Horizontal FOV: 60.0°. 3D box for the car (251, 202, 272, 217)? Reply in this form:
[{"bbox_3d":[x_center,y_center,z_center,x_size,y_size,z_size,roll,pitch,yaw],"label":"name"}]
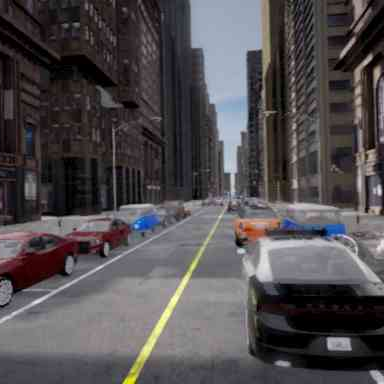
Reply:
[{"bbox_3d":[7.320,1.813,35.326,1.802,1.307,4.206,-1,-1,7],"label":"car"}]

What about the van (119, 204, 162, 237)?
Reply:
[{"bbox_3d":[-3.184,1.630,19.613,1.690,1.788,3.998,-1,-1,7],"label":"van"}]

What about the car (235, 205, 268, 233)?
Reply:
[{"bbox_3d":[3.811,1.665,21.926,1.837,1.490,4.892,-1,-1,7],"label":"car"}]

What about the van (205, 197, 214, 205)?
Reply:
[{"bbox_3d":[4.282,2.166,80.960,1.690,1.788,3.998,-1,-1,7],"label":"van"}]

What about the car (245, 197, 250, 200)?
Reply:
[{"bbox_3d":[8.696,1.853,46.650,1.752,1.417,4.829,-1,-1,7],"label":"car"}]

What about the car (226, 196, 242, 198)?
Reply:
[{"bbox_3d":[7.076,1.952,56.201,1.882,1.535,5.008,-1,-1,7],"label":"car"}]

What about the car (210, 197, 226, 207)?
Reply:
[{"bbox_3d":[5.145,2.147,65.155,1.812,1.442,4.674,-1,-1,7],"label":"car"}]

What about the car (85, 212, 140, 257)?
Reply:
[{"bbox_3d":[-3.858,1.787,14.033,1.887,1.381,4.507,-1,-1,7],"label":"car"}]

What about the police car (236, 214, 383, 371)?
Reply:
[{"bbox_3d":[1.890,1.453,6.154,1.930,1.638,5.238,-1,-1,7],"label":"police car"}]

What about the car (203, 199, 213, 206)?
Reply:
[{"bbox_3d":[3.608,2.341,75.381,1.947,1.339,4.313,-1,-1,7],"label":"car"}]

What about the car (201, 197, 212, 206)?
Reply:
[{"bbox_3d":[2.930,2.307,69.803,1.802,1.307,4.206,-1,-1,7],"label":"car"}]

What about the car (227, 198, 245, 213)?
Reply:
[{"bbox_3d":[5.522,1.885,43.222,1.812,1.442,4.674,-1,-1,7],"label":"car"}]

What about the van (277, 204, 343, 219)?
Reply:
[{"bbox_3d":[4.600,1.384,13.019,1.690,1.788,3.998,-1,-1,7],"label":"van"}]

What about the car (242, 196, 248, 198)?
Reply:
[{"bbox_3d":[10.713,2.021,63.214,1.887,1.381,4.507,-1,-1,7],"label":"car"}]

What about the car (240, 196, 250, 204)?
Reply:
[{"bbox_3d":[12.744,1.941,79.948,2.192,1.841,5.009,-1,-1,7],"label":"car"}]

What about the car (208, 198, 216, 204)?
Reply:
[{"bbox_3d":[5.645,2.492,92.112,1.947,1.339,4.313,-1,-1,7],"label":"car"}]

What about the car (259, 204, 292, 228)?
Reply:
[{"bbox_3d":[5.982,1.664,24.341,1.752,1.417,4.829,-1,-1,7],"label":"car"}]

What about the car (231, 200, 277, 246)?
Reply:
[{"bbox_3d":[3.079,1.460,15.942,2.097,1.767,4.553,-1,-1,7],"label":"car"}]

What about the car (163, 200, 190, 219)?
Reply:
[{"bbox_3d":[-1.827,1.698,30.767,2.192,1.841,5.009,-1,-1,7],"label":"car"}]

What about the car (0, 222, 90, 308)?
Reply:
[{"bbox_3d":[-4.536,1.740,8.456,1.887,1.381,4.507,-1,-1,7],"label":"car"}]

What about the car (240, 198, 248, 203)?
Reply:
[{"bbox_3d":[14.107,2.278,91.101,2.008,1.369,4.403,-1,-1,7],"label":"car"}]

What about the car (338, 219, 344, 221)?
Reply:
[{"bbox_3d":[3.925,1.547,7.439,2.008,1.369,4.403,-1,-1,7],"label":"car"}]

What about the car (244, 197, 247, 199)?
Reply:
[{"bbox_3d":[10.034,1.992,57.636,1.947,1.339,4.313,-1,-1,7],"label":"car"}]

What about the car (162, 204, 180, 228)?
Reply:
[{"bbox_3d":[-2.500,1.887,25.187,2.008,1.369,4.403,-1,-1,7],"label":"car"}]
